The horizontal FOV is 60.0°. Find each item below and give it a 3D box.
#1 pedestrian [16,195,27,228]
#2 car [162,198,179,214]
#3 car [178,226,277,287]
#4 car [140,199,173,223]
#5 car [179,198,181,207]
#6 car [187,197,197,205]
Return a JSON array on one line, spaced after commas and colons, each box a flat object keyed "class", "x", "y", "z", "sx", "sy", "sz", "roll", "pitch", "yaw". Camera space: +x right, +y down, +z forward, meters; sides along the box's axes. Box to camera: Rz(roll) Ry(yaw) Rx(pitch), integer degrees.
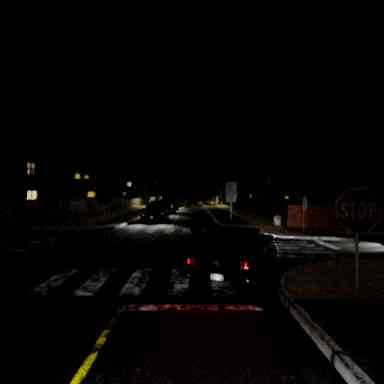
[{"class": "pedestrian", "x": -9.632, "y": 1.075, "z": 18.756, "sx": 0.375, "sy": 1.860, "sz": 0.375, "roll": 0, "pitch": -2, "yaw": 0}, {"class": "car", "x": -2.851, "y": 1.478, "z": 36.258, "sx": 2.097, "sy": 1.767, "sz": 4.553, "roll": 0, "pitch": 0, "yaw": 0}, {"class": "car", "x": 1.267, "y": 1.637, "z": 9.547, "sx": 1.895, "sy": 1.301, "sz": 4.718, "roll": 0, "pitch": 0, "yaw": 18}, {"class": "car", "x": -2.881, "y": 1.589, "z": 26.474, "sx": 1.837, "sy": 1.490, "sz": 4.892, "roll": 0, "pitch": 0, "yaw": 1}, {"class": "car", "x": -2.852, "y": 1.699, "z": 45.538, "sx": 1.812, "sy": 1.442, "sz": 4.674, "roll": 0, "pitch": 0, "yaw": 0}, {"class": "car", "x": -0.010, "y": 1.813, "z": 67.791, "sx": 1.837, "sy": 1.490, "sz": 4.892, "roll": 0, "pitch": 0, "yaw": 0}]
